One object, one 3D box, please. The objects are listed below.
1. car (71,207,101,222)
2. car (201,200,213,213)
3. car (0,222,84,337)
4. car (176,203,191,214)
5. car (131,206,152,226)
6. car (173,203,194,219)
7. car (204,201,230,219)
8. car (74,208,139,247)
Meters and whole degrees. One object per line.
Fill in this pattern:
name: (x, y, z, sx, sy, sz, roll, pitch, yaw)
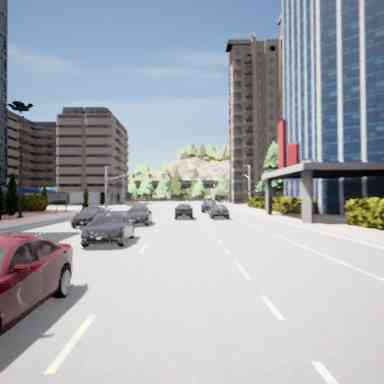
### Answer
car: (-7.650, 1.896, 25.459, 1.882, 1.535, 5.008, 0, -1, -2)
car: (2.330, 1.924, 46.023, 2.097, 1.767, 4.553, 0, -1, -1)
car: (-3.729, 1.583, 6.042, 1.882, 1.535, 5.008, 0, -1, -2)
car: (-1.166, 2.196, 45.820, 1.895, 1.301, 4.718, 0, -1, -1)
car: (-4.266, 1.880, 26.838, 1.837, 1.490, 4.892, 0, -1, -1)
car: (-0.811, 1.945, 33.806, 1.837, 1.490, 4.892, 0, 0, -1)
car: (2.693, 1.960, 33.682, 2.033, 1.411, 5.357, 0, -1, -1)
car: (-4.003, 1.745, 16.432, 1.837, 1.490, 4.892, 0, -1, -1)
